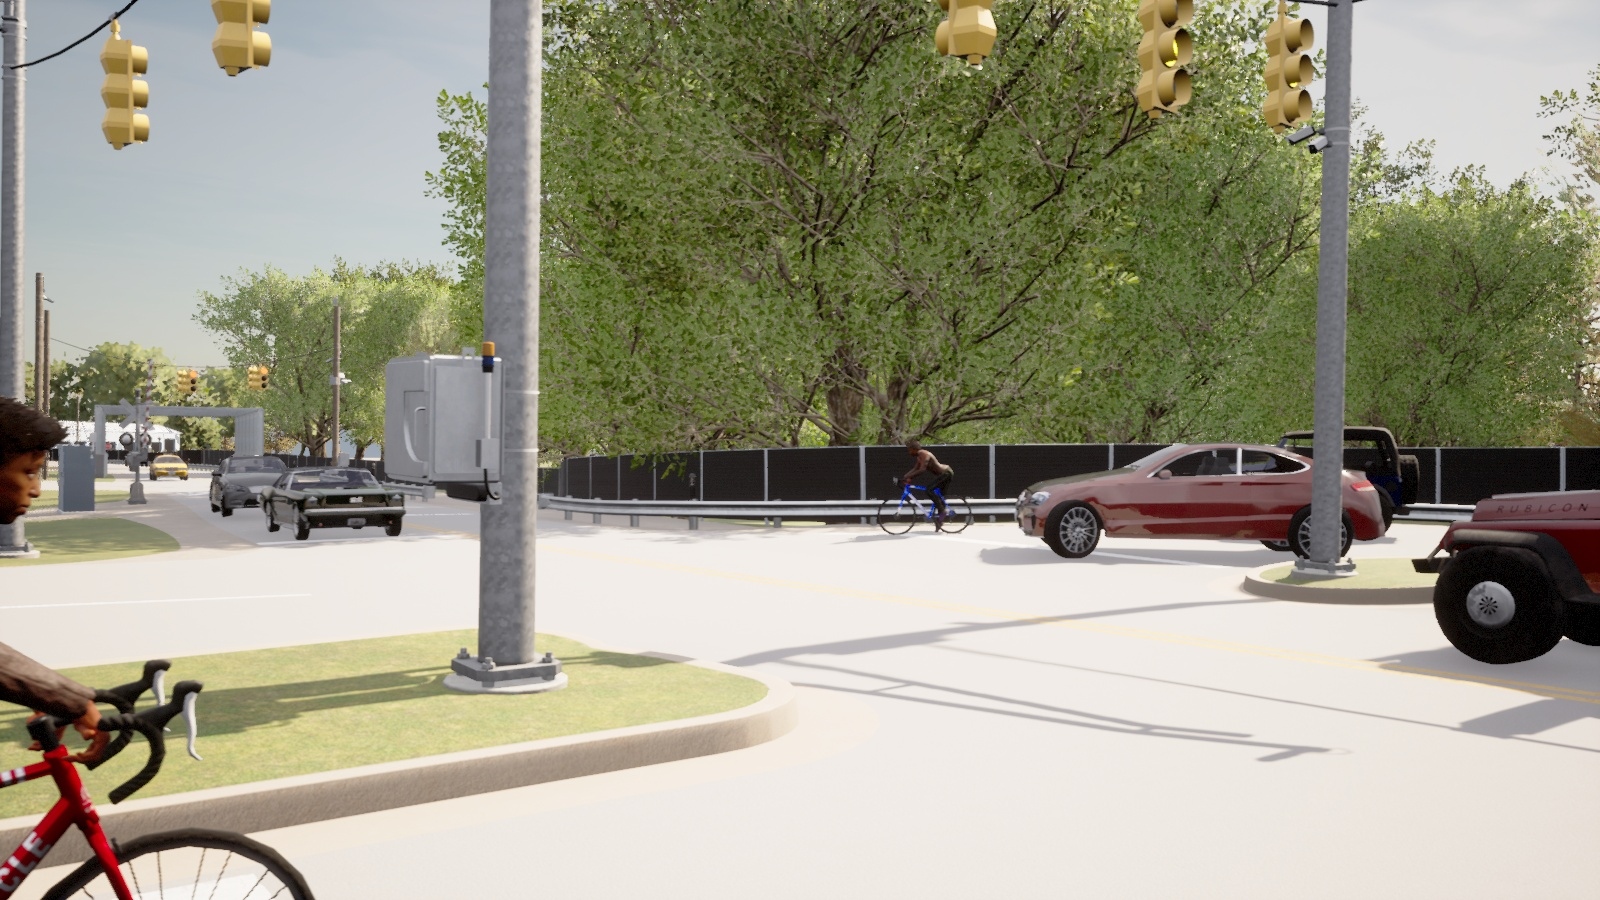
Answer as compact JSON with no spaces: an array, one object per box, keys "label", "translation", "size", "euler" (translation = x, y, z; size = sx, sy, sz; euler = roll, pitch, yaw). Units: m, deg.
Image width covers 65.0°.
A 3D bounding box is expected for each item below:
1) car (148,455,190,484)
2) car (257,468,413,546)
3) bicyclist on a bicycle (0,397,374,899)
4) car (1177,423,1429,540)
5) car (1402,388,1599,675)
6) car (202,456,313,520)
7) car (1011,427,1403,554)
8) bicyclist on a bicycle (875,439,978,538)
[{"label":"car","translation":[-36.322,1.087,72.204],"size":[1.801,1.575,5.366],"euler":[0,0,-30]},{"label":"car","translation":[-9.039,1.012,24.177],"size":[1.895,1.301,4.718],"euler":[-1,0,-32]},{"label":"bicyclist on a bicycle","translation":[-1.753,0.714,2.438],"size":[1.656,1.620,0.582],"euler":[0,0,-36]},{"label":"car","translation":[8.580,0.484,21.696],"size":[3.866,1.878,1.905],"euler":[0,1,19]},{"label":"car","translation":[6.356,0.532,8.264],"size":[1.905,1.878,3.866],"euler":[0,-1,-35]},{"label":"car","translation":[-14.216,0.934,32.716],"size":[2.128,1.511,4.902],"euler":[-1,0,-30]},{"label":"car","translation":[5.656,0.520,18.098],"size":[5.027,1.651,2.152],"euler":[1,1,6]},{"label":"bicyclist on a bicycle","translation":[2.175,0.652,21.666],"size":[1.656,1.620,0.582],"euler":[-2,1,-3]}]
